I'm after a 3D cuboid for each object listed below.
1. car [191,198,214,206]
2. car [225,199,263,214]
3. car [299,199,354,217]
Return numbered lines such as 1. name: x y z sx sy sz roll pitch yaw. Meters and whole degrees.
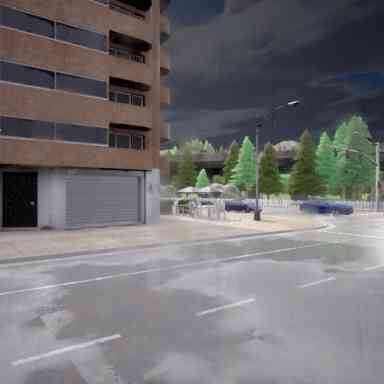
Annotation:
1. car: 0.939 1.545 46.769 1.895 1.301 4.718 0 0 -41
2. car: 5.368 1.470 35.083 1.812 1.442 4.674 0 0 -36
3. car: 12.502 1.422 31.180 1.882 1.535 5.008 0 0 -36
